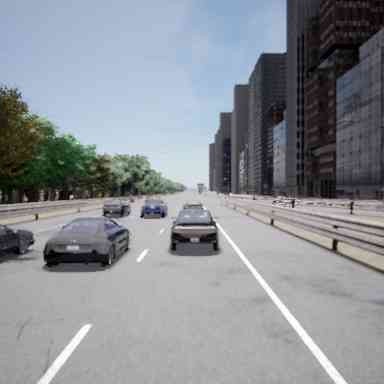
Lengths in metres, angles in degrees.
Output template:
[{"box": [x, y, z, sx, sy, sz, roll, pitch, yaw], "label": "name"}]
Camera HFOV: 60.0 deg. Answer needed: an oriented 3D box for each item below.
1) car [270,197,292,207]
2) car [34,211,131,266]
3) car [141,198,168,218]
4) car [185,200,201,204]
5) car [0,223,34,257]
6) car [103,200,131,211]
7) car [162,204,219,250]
[{"box": [14.418, 1.582, 53.872, 2.128, 1.511, 4.902, 0, 0, -17], "label": "car"}, {"box": [-3.396, 1.557, 11.490, 1.994, 1.385, 4.181, 0, 0, 0], "label": "car"}, {"box": [-3.393, 1.342, 30.644, 2.097, 1.767, 4.553, 0, 0, 0], "label": "car"}, {"box": [0.106, 1.481, 30.873, 2.128, 1.511, 4.902, 0, 0, 0], "label": "car"}, {"box": [-6.896, 1.542, 10.211, 2.033, 1.411, 5.357, 0, 0, 0], "label": "car"}, {"box": [-6.894, 1.481, 30.884, 2.128, 1.511, 4.902, 0, 0, 0], "label": "car"}, {"box": [0.104, 1.483, 14.248, 2.128, 1.511, 4.902, 0, 0, 0], "label": "car"}]
